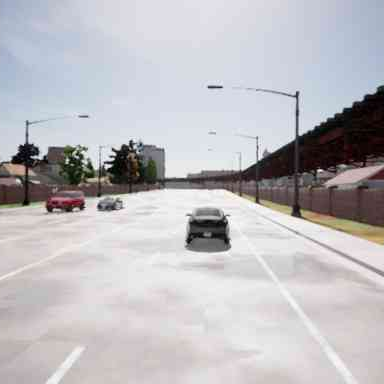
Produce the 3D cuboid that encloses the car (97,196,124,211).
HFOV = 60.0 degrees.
[{"bbox_3d":[-8.803,1.200,36.094,2.128,1.511,4.902,1,1,3],"label":"car"}]

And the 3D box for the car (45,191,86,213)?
[{"bbox_3d":[-12.455,0.931,33.213,2.150,2.045,5.566,1,1,3],"label":"car"}]

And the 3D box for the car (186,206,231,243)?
[{"bbox_3d":[0.755,1.449,15.711,1.837,1.490,4.892,1,0,3],"label":"car"}]
